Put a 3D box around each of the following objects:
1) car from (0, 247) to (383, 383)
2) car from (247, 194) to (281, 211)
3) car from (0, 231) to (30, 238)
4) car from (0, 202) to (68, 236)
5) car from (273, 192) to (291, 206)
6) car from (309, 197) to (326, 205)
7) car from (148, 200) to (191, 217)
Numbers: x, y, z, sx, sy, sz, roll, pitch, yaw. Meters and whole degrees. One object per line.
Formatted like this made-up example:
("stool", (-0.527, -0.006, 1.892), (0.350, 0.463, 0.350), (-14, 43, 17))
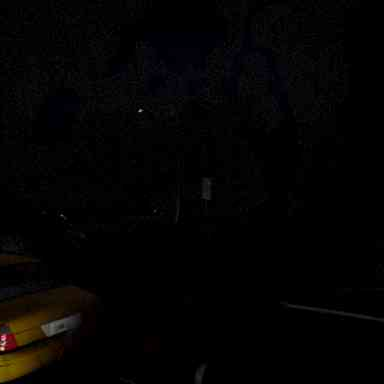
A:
("car", (1.242, 1.315, 1.920), (5.009, 1.841, 2.192), (0, 0, 36))
("car", (7.945, 1.311, 37.882), (2.128, 1.511, 4.902), (0, 0, 36))
("car", (-3.404, 1.529, 5.249), (4.829, 1.417, 1.752), (0, 0, 36))
("car", (-8.200, 1.262, 15.612), (2.097, 1.767, 4.553), (0, 0, 36))
("car", (13.092, 1.058, 49.845), (2.150, 2.045, 5.566), (0, 0, 36))
("car", (21.224, 1.461, 56.193), (1.994, 1.385, 4.181), (0, 0, 36))
("car", (-1.926, 1.407, 29.292), (1.994, 1.385, 4.181), (0, 0, 36))
